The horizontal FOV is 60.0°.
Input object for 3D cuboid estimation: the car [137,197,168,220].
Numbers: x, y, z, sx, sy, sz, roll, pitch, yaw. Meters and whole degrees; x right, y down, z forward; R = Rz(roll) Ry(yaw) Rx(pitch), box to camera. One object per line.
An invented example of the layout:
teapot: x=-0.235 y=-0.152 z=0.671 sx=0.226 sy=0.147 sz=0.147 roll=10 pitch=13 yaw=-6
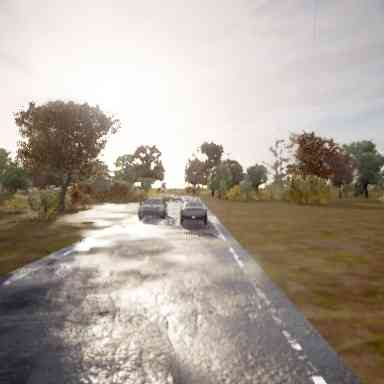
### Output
car: x=-3.088 y=1.256 z=26.938 sx=2.097 sy=1.767 sz=4.553 roll=0 pitch=0 yaw=0

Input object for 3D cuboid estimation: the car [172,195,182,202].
car: x=-2.983 y=1.255 z=66.706 sx=1.812 sy=1.442 sz=4.674 roll=0 pitch=0 yaw=0

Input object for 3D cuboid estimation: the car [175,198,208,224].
car: x=0.106 y=1.407 z=23.808 sx=2.128 sy=1.511 sz=4.902 roll=0 pitch=0 yaw=0

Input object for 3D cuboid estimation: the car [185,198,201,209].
car: x=0.112 y=1.439 z=42.681 sx=1.895 sy=1.301 sz=4.718 roll=0 pitch=0 yaw=0
